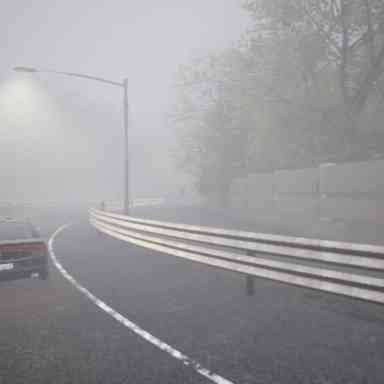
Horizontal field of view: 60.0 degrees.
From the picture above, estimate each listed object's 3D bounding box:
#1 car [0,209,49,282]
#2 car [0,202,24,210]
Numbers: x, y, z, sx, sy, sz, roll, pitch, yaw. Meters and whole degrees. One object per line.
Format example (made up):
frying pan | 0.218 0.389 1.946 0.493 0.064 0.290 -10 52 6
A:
car | -5.340 1.497 9.444 1.882 1.535 5.008 -1 0 -31
car | -20.326 1.698 34.635 1.895 1.301 4.718 0 0 44
